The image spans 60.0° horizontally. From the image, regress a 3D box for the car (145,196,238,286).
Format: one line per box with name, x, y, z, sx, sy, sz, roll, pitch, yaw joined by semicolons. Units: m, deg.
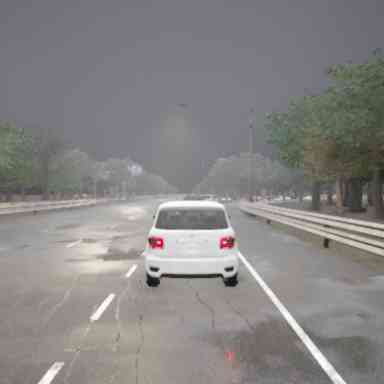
car;-0.005;1.256;9.670;2.150;2.045;5.566;0;0;0
